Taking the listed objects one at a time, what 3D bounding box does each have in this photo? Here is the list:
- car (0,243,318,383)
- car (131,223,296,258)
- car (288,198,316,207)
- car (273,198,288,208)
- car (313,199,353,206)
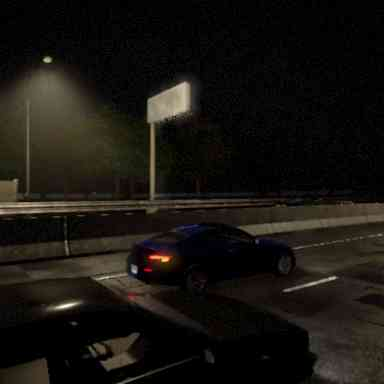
[{"bbox_3d":[-1.216,1.546,2.878,5.357,1.411,2.033,0,0,-35],"label":"car"},{"bbox_3d":[0.650,1.523,8.512,4.674,1.442,1.812,1,0,-35],"label":"car"},{"bbox_3d":[12.536,1.480,34.543,4.892,1.490,1.837,0,0,-36],"label":"car"},{"bbox_3d":[11.261,1.466,37.940,4.902,1.511,2.128,0,0,-36],"label":"car"},{"bbox_3d":[13.861,1.576,31.185,4.718,1.301,1.895,0,0,-36],"label":"car"}]
